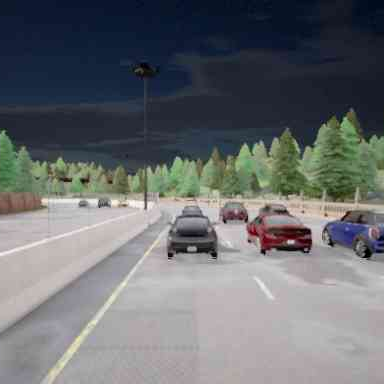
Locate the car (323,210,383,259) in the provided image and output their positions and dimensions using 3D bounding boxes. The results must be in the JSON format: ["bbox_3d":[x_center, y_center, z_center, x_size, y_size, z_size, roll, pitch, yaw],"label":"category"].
[{"bbox_3d":[7.018,1.499,13.413,2.097,1.767,4.553,0,-1,0],"label":"car"}]

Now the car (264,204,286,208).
[{"bbox_3d":[6.980,1.818,28.482,1.837,1.490,4.892,0,0,-1],"label":"car"}]

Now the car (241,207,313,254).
[{"bbox_3d":[3.525,1.634,14.235,1.882,1.535,5.008,0,0,0],"label":"car"}]

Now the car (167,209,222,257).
[{"bbox_3d":[0.018,1.655,13.499,1.837,1.490,4.892,0,0,0],"label":"car"}]

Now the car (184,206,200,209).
[{"bbox_3d":[-0.006,1.848,27.513,2.033,1.411,5.357,0,-1,0],"label":"car"}]

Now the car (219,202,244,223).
[{"bbox_3d":[3.480,1.661,28.412,2.097,1.767,4.553,0,-1,0],"label":"car"}]
